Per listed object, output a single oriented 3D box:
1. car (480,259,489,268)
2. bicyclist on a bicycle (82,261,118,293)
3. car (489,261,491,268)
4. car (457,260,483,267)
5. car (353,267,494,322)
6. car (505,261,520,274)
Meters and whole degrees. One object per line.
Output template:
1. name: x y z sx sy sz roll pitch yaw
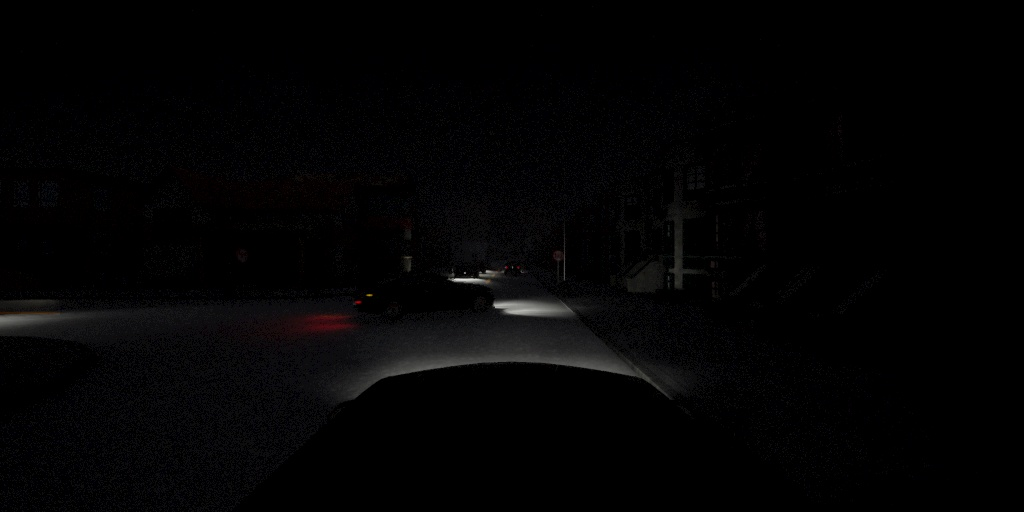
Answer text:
1. car: -4.140 1.226 42.423 1.882 1.535 5.008 0 0 0
2. bicyclist on a bicycle: -21.599 1.099 18.809 0.582 1.620 1.656 0 0 0
3. car: -4.122 1.240 52.736 2.128 1.511 4.902 0 0 0
4. car: -4.138 1.313 33.537 1.994 1.385 4.181 0 0 0
5. car: -2.890 1.275 12.271 4.674 1.442 1.812 0 1 -29
6. car: 0.053 1.296 42.064 2.033 1.411 5.357 0 0 0
